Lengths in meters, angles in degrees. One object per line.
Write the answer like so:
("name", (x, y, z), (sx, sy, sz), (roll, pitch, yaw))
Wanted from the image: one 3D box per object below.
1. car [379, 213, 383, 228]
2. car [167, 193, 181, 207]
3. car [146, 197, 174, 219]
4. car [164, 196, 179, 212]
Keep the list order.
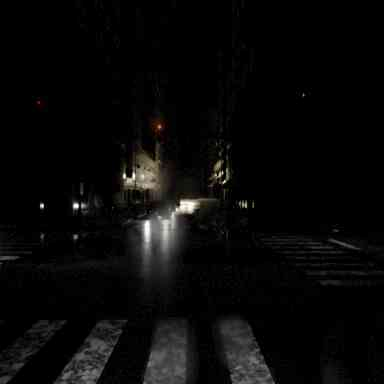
("car", (12.337, 1.282, 16.900), (5.009, 1.841, 2.192), (0, 0, 0))
("car", (-2.877, 1.196, 49.559), (2.150, 2.045, 5.566), (0, 0, 0))
("car", (-2.867, 1.496, 29.293), (1.837, 1.490, 4.892), (0, 0, 0))
("car", (-2.866, 1.510, 39.159), (1.812, 1.442, 4.674), (0, 0, 0))
